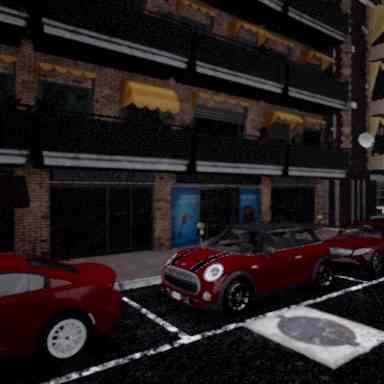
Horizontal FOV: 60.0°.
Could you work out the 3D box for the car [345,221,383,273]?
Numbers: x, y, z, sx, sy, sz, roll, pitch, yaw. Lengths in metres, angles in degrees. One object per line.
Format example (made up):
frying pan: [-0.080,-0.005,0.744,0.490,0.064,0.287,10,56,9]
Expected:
car: [5.830,1.609,10.724,4.206,1.307,1.802,0,0,-35]

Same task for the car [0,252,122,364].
car: [-3.170,1.545,4.305,4.507,1.381,1.887,0,0,-35]

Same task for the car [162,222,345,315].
car: [1.330,1.453,7.515,4.097,1.590,1.967,0,0,-35]
